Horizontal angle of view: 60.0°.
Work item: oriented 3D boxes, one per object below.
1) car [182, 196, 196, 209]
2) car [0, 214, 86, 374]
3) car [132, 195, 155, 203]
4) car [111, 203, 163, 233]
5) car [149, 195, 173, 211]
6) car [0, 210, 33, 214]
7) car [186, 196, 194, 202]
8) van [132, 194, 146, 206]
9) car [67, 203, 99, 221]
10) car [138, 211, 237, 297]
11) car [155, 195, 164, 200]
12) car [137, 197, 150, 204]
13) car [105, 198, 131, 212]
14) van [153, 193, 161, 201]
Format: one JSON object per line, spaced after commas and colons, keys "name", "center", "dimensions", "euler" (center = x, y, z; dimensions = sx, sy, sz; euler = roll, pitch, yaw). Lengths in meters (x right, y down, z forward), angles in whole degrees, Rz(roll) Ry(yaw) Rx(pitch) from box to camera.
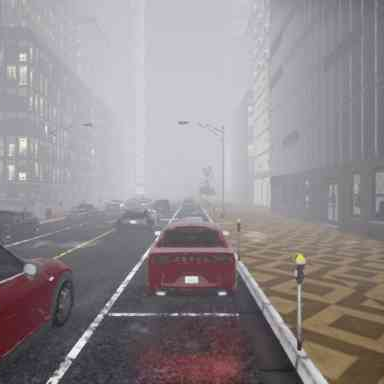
{"name": "car", "center": [-0.452, 1.548, 44.248], "dimensions": [1.947, 1.339, 4.313], "euler": [0, 0, 0]}
{"name": "car", "center": [-3.145, 1.351, 4.124], "dimensions": [2.097, 1.767, 4.553], "euler": [0, 0, 0]}
{"name": "car", "center": [-6.190, 1.474, 44.202], "dimensions": [2.128, 1.511, 4.902], "euler": [0, 0, 0]}
{"name": "car", "center": [-3.098, 1.561, 19.580], "dimensions": [1.994, 1.385, 4.181], "euler": [0, 0, 0]}
{"name": "car", "center": [-3.089, 1.465, 35.616], "dimensions": [1.882, 1.535, 5.008], "euler": [0, 0, 0]}
{"name": "car", "center": [-8.833, 1.563, 15.800], "dimensions": [1.947, 1.339, 4.313], "euler": [0, 0, 0]}
{"name": "car", "center": [-0.452, 1.533, 78.399], "dimensions": [1.802, 1.307, 4.206], "euler": [0, 0, 0]}
{"name": "van", "center": [-8.832, 1.315, 55.646], "dimensions": [1.690, 1.788, 3.998], "euler": [0, 0, 0]}
{"name": "car", "center": [-8.832, 1.575, 27.183], "dimensions": [1.802, 1.307, 4.206], "euler": [0, 0, 0]}
{"name": "car", "center": [-0.006, 1.477, 8.649], "dimensions": [1.882, 1.535, 5.008], "euler": [0, 0, 0]}
{"name": "car", "center": [-8.832, 1.504, 89.799], "dimensions": [1.947, 1.339, 4.313], "euler": [0, 0, 0]}
{"name": "car", "center": [-8.832, 1.551, 61.338], "dimensions": [1.802, 1.307, 4.206], "euler": [0, 0, 0]}
{"name": "car", "center": [-8.833, 1.537, 38.569], "dimensions": [2.008, 1.369, 4.403], "euler": [0, 0, 0]}
{"name": "van", "center": [-8.831, 1.286, 84.106], "dimensions": [1.690, 1.788, 3.998], "euler": [0, 0, 0]}
